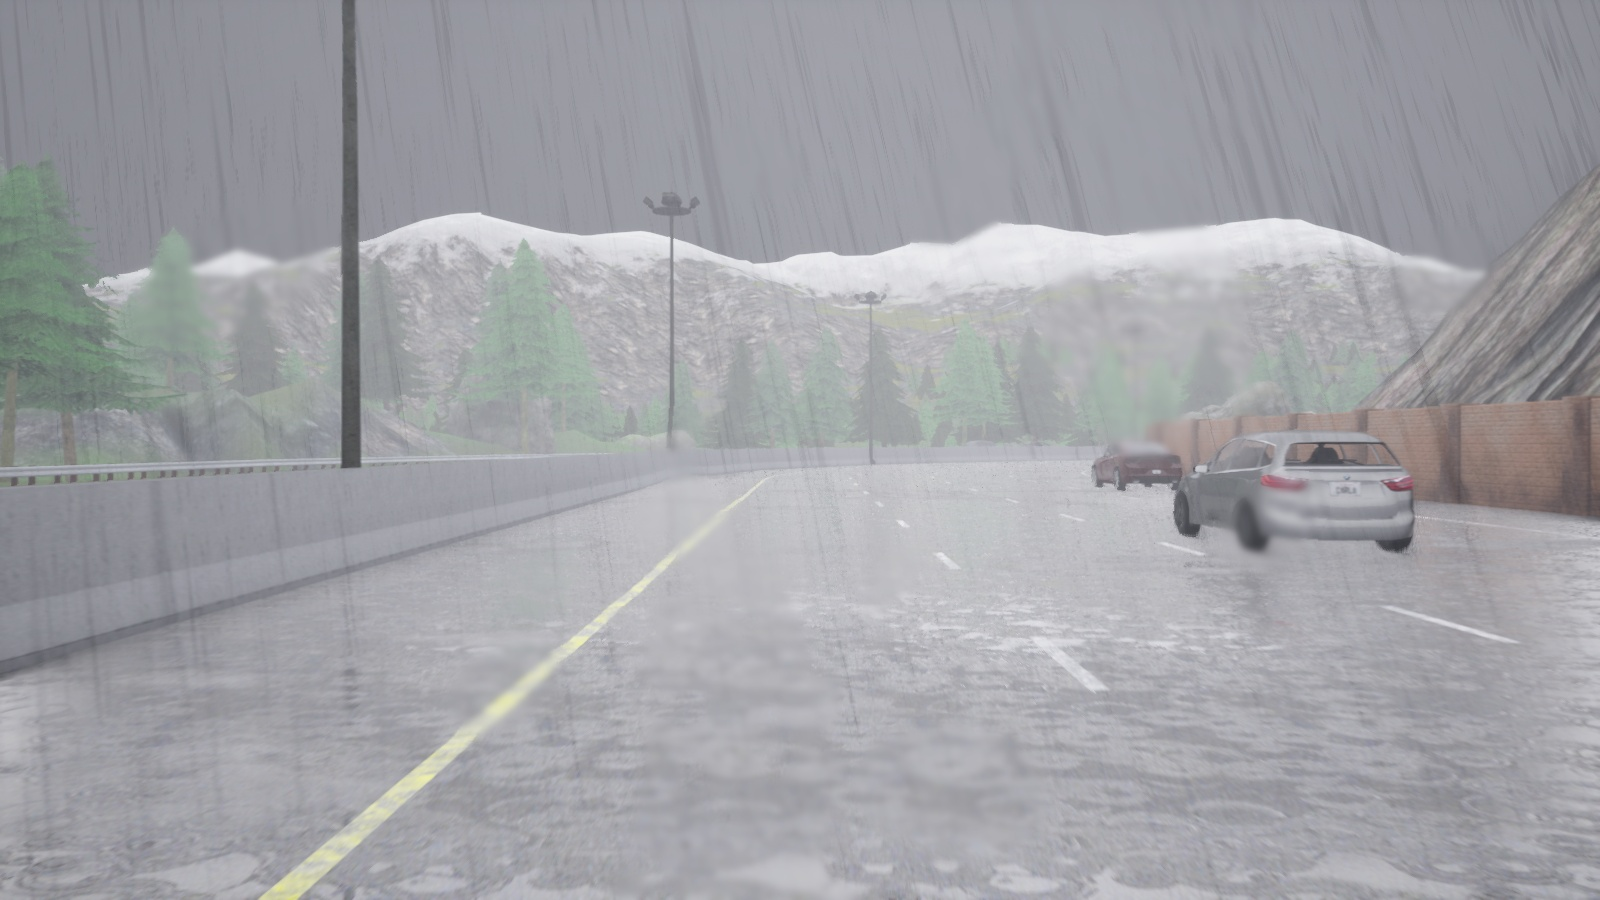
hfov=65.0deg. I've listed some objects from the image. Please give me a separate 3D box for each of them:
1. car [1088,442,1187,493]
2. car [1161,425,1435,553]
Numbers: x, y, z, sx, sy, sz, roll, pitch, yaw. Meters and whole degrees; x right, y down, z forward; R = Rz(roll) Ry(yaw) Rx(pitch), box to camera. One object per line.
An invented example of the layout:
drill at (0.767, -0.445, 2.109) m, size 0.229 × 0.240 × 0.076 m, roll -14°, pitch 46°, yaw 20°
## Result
car at (10.739, 0.505, 40.335) m, size 1.882 × 1.535 × 5.008 m, roll 0°, pitch 0°, yaw 0°
car at (7.119, 0.492, 18.588) m, size 2.242 × 1.667 × 4.611 m, roll 0°, pitch 0°, yaw 0°
